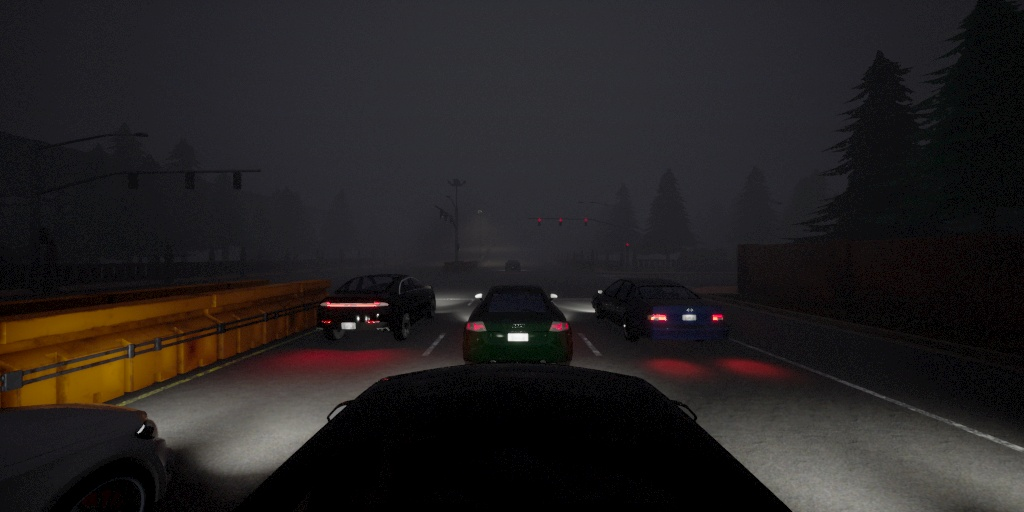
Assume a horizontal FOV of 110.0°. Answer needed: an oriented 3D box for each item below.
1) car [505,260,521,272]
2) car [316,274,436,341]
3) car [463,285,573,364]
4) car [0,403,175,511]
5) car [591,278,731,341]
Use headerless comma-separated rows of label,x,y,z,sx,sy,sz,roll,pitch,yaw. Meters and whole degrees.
car,0.100,1.228,45.517,1.882,1.535,5.008,0,0,0
car,-3.400,1.241,9.887,2.128,1.511,4.902,0,0,0
car,0.099,1.314,7.936,1.994,1.385,4.181,0,0,0
car,-3.403,1.276,0.651,1.812,1.442,4.674,0,0,0
car,3.600,1.297,9.793,2.033,1.411,5.357,0,0,0
